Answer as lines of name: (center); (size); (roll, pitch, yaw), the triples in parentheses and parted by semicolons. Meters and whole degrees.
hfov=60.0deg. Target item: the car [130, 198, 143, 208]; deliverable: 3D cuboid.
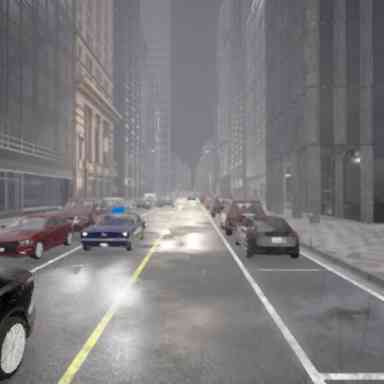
car: (-5.879, 1.476, 29.320); (2.008, 1.369, 4.403); (1, 0, 0)

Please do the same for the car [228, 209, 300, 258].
car: (2.664, 1.536, 12.452); (1.947, 1.339, 4.313); (0, 0, 0)

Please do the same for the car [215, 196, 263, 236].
car: (2.660, 1.270, 18.076); (2.192, 1.841, 5.009); (0, 0, 0)

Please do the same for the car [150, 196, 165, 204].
car: (-5.908, 1.367, 57.444); (2.008, 1.369, 4.403); (1, 0, 0)

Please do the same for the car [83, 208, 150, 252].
car: (-3.101, 1.571, 13.995); (1.895, 1.301, 4.718); (0, 0, 0)

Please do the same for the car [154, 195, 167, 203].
car: (-5.914, 1.337, 63.068); (1.887, 1.381, 4.507); (1, 0, 0)

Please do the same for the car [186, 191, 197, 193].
car: (-0.085, 1.089, 82.488); (1.994, 1.385, 4.181); (0, 0, 0)

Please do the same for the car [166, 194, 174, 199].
car: (-5.944, 1.221, 91.191); (2.008, 1.369, 4.403); (1, 0, 0)

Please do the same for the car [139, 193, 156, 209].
car: (-5.890, 1.323, 40.570); (1.967, 1.590, 4.097); (1, 0, 0)

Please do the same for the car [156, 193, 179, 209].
car: (-3.042, 1.224, 41.449); (2.033, 1.411, 5.357); (0, 0, 0)

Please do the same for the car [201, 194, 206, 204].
car: (2.629, 1.400, 46.200); (1.887, 1.381, 4.507); (1, 0, 0)

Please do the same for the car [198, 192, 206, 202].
car: (2.620, 1.125, 57.448); (2.192, 1.841, 5.009); (1, 0, 0)

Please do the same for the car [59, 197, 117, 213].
car: (-5.866, 1.276, 18.070); (2.192, 1.841, 5.009); (0, 0, 0)

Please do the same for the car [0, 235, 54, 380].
car: (-3.099, 1.474, 2.625); (1.882, 1.535, 5.008); (0, 0, 0)

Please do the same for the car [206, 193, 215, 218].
car: (2.649, 1.234, 29.325); (2.192, 1.841, 5.009); (1, 0, 0)

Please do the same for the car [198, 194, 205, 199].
car: (2.582, 1.246, 91.196); (1.802, 1.307, 4.206); (1, 0, 0)

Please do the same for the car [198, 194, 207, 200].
car: (2.594, 1.264, 79.946); (2.008, 1.369, 4.403); (1, 0, 0)

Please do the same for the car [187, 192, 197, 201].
car: (-0.073, 1.292, 72.451); (1.994, 1.385, 4.181); (0, 0, 0)

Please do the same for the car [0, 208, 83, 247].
car: (-5.862, 1.521, 12.445); (1.887, 1.381, 4.507); (0, 0, 0)

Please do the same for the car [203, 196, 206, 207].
car: (2.635, 1.460, 40.576); (1.802, 1.307, 4.206); (1, 0, 0)

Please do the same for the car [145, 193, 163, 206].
car: (-5.900, 1.154, 51.818); (2.192, 1.841, 5.009); (1, 0, 0)

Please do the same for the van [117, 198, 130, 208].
van: (-5.871, 1.285, 23.695); (1.690, 1.788, 3.998); (1, 0, 0)
